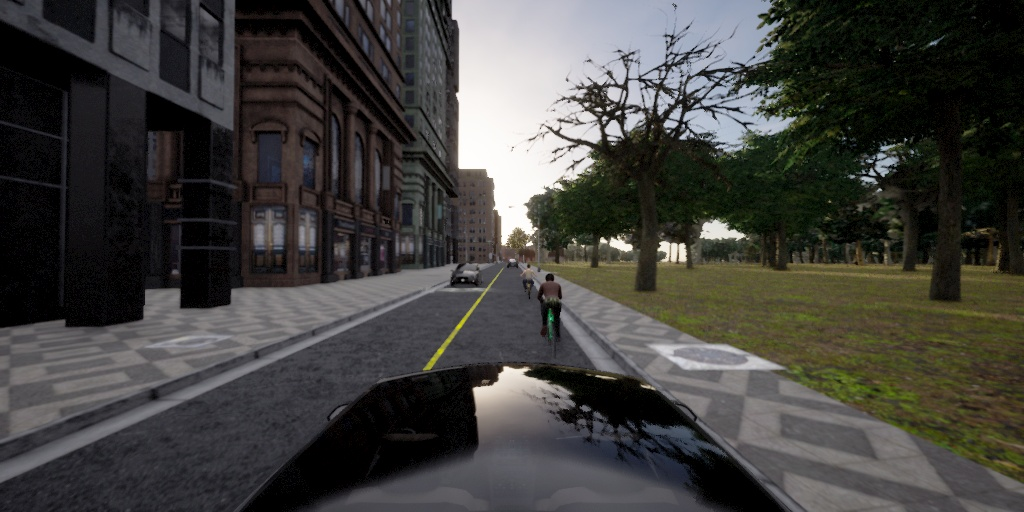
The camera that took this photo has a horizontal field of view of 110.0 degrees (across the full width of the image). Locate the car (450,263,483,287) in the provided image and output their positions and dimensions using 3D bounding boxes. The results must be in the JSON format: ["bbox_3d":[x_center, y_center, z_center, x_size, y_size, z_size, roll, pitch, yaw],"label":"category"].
[{"bbox_3d":[-3.100,1.271,24.987,1.837,1.490,4.892,0,0,0],"label":"car"}]

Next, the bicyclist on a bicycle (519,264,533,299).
[{"bbox_3d":[0.790,1.196,17.152,0.866,1.612,1.509,0,0,1],"label":"bicyclist on a bicycle"}]

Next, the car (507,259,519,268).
[{"bbox_3d":[0.104,1.380,63.741,1.812,1.442,4.674,0,0,0],"label":"car"}]

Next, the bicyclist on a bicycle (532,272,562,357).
[{"bbox_3d":[0.825,1.205,7.657,0.582,1.620,1.656,0,0,0],"label":"bicyclist on a bicycle"}]
